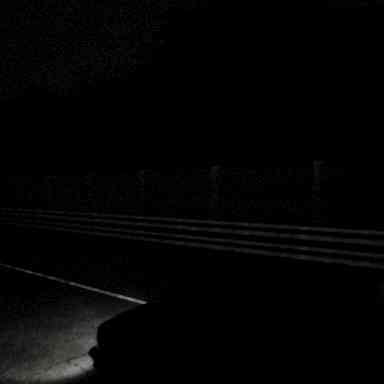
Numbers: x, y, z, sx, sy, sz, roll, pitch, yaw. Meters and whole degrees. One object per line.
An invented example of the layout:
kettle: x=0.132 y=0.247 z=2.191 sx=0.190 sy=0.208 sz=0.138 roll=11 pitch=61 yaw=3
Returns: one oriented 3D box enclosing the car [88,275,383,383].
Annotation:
car: x=1.425 y=1.549 z=2.962 sx=5.357 sy=1.411 sz=2.033 roll=0 pitch=0 yaw=36
